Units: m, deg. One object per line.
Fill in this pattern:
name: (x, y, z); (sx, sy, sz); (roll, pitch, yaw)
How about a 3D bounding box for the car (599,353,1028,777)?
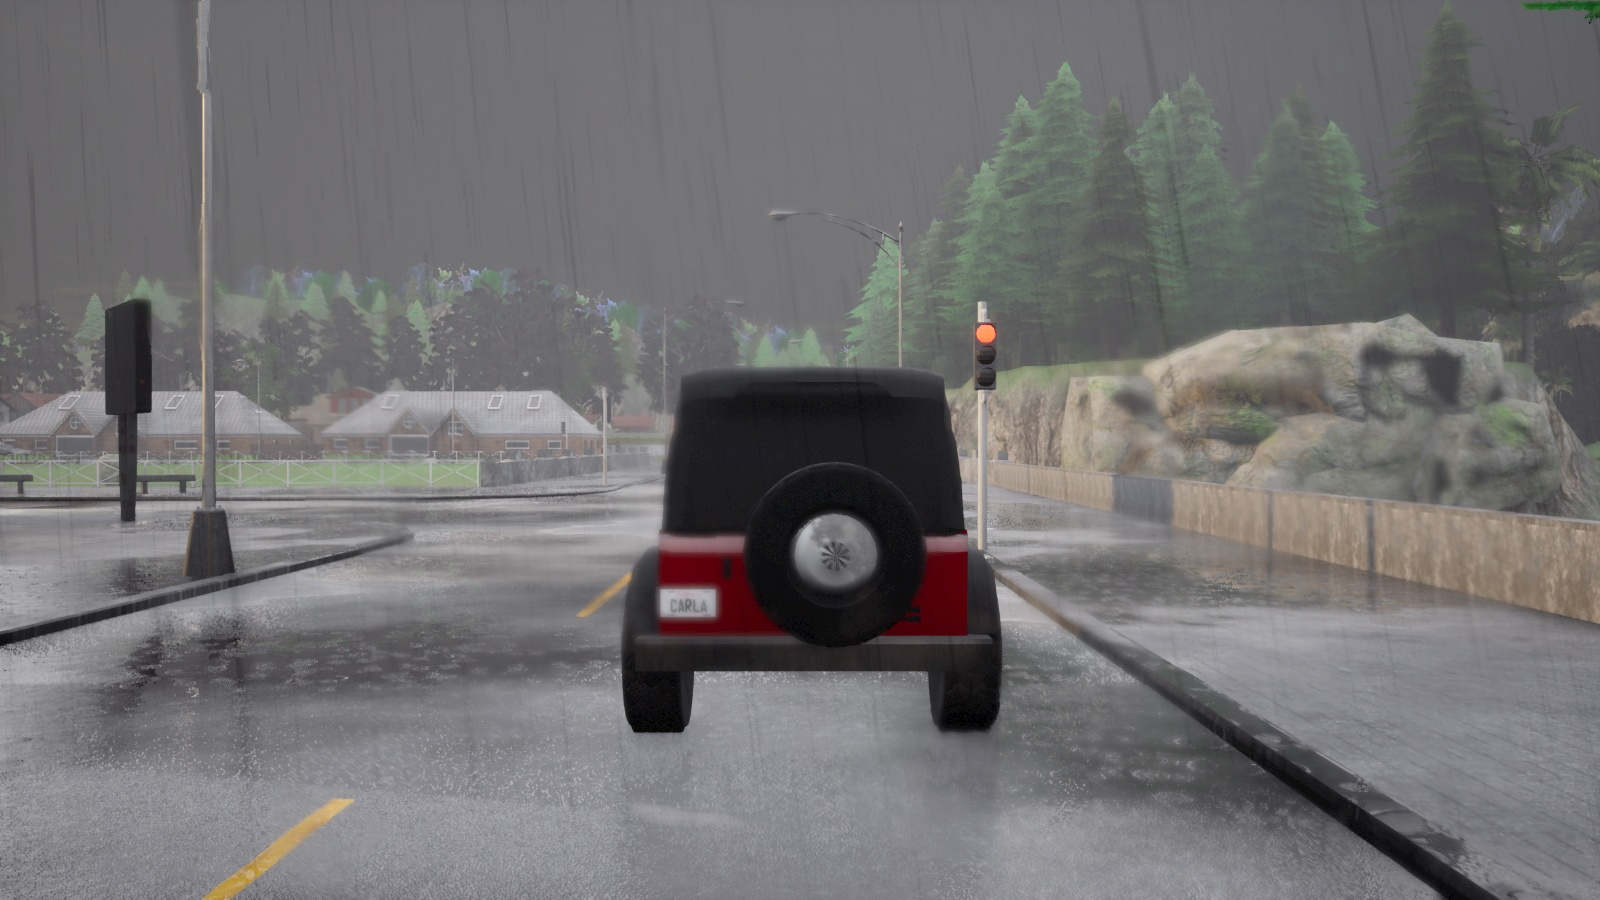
car: (0.062, 0.500, 7.508); (1.905, 1.878, 3.866); (0, 0, 0)
